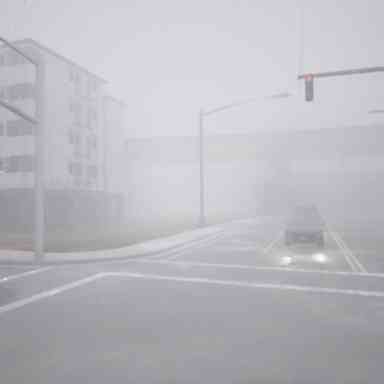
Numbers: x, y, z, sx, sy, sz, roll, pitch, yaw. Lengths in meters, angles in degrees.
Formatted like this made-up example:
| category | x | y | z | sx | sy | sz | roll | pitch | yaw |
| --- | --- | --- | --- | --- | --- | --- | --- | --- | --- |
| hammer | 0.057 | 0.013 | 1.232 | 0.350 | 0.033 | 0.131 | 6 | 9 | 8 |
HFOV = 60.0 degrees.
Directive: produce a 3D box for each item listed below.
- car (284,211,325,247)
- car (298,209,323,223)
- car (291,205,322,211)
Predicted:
| category | x | y | z | sx | sy | sz | roll | pitch | yaw |
| --- | --- | --- | --- | --- | --- | --- | --- | --- | --- |
| car | 6.324 | 2.076 | 18.678 | 1.882 | 1.535 | 5.008 | -1 | -2 | 20 |
| car | 13.667 | 2.721 | 38.130 | 2.033 | 1.411 | 5.357 | -2 | -2 | 26 |
| car | 9.731 | 2.104 | 28.210 | 2.150 | 2.045 | 5.566 | -1 | -2 | 20 |
